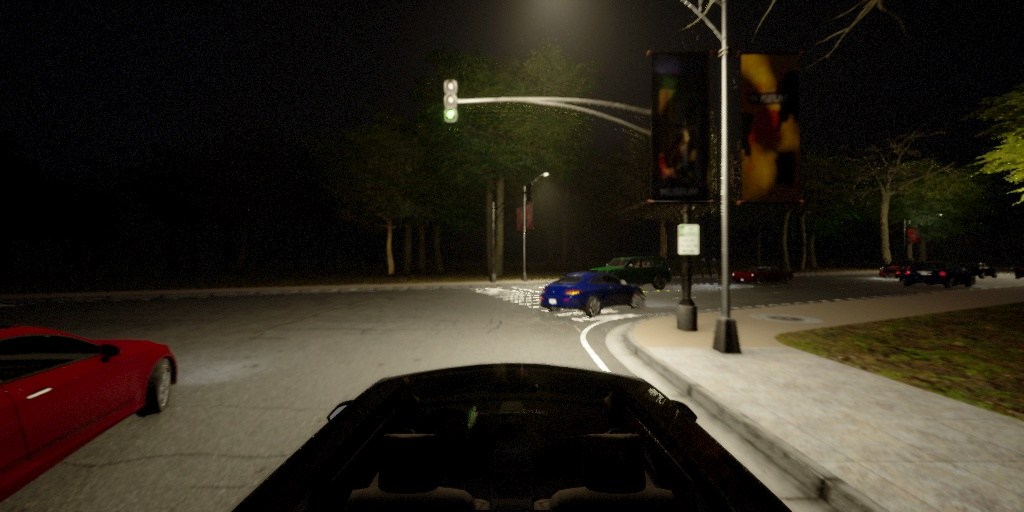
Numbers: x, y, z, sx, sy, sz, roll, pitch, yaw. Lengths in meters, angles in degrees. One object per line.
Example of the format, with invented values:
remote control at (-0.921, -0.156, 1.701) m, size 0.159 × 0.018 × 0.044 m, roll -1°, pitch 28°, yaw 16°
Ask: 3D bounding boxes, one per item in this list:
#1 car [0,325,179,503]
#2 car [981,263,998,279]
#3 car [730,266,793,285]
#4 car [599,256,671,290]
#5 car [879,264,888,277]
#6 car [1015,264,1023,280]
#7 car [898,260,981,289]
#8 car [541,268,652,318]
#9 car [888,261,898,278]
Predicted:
car at (-4.722, 1.276, 2.829) m, size 1.812 × 1.442 × 4.674 m, roll 1°, pitch 0°, yaw -22°
car at (44.358, 1.378, 34.389) m, size 4.892 × 1.490 × 1.837 m, roll 0°, pitch 0°, yaw -23°
car at (18.971, 1.448, 27.263) m, size 4.718 × 1.301 × 1.895 m, roll 0°, pitch 0°, yaw -23°
car at (7.290, 1.049, 22.339) m, size 5.566 × 2.045 × 2.150 m, roll 0°, pitch 0°, yaw -23°
car at (38.629, 1.235, 35.489) m, size 4.553 × 1.767 × 2.097 m, roll 0°, pitch 0°, yaw -23°
car at (46.991, 1.332, 31.888) m, size 5.008 × 1.535 × 1.882 m, roll 0°, pitch 0°, yaw -23°
car at (28.760, 1.171, 24.135) m, size 4.553 × 1.767 × 2.097 m, roll 0°, pitch 0°, yaw -23°
car at (3.022, 1.299, 13.145) m, size 4.674 × 1.442 × 1.812 m, roll 0°, pitch -2°, yaw -42°
car at (34.717, 1.402, 30.292) m, size 5.357 × 1.411 × 2.033 m, roll 0°, pitch 0°, yaw -23°
